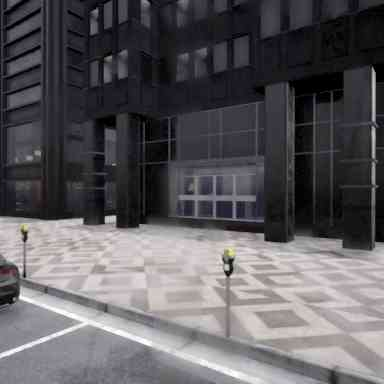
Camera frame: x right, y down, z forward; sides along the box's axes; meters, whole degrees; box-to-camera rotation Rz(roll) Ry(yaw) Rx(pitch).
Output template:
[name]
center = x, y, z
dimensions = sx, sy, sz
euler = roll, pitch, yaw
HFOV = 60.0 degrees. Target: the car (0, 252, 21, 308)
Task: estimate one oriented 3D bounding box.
[car]
center = -5.116, 1.551, 6.614
dimensions = 4.403, 1.369, 2.008
euler = 0, 0, 36
